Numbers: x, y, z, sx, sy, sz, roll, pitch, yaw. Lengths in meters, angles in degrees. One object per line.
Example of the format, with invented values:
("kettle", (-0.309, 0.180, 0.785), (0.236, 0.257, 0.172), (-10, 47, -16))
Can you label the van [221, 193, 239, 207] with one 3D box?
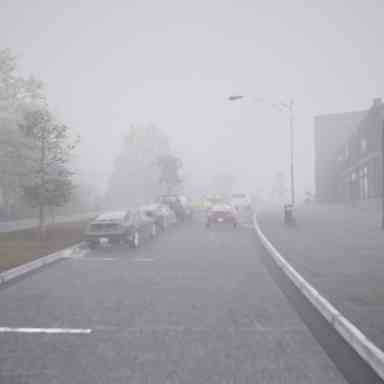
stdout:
("van", (6.016, 1.198, 52.388), (1.878, 1.987, 4.442), (-3, 0, 19))

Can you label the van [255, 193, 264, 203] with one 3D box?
("van", (12.725, 1.293, 67.746), (1.878, 1.987, 4.442), (-2, 0, 25))

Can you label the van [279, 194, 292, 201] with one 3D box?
("van", (24.059, 1.409, 86.960), (1.878, 1.987, 4.442), (-2, 0, 33))

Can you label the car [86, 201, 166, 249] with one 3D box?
("car", (-2.867, 1.436, 14.254), (2.231, 1.521, 4.892), (-3, 0, 7))

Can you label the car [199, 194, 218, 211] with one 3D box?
("car", (1.042, 1.383, 36.450), (1.946, 1.575, 5.366), (-3, 0, 16))

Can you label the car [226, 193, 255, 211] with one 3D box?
("car", (5.868, 1.095, 39.495), (2.150, 2.045, 5.566), (-1, 0, 16))

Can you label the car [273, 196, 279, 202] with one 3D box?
("car", (18.073, 1.628, 77.429), (2.002, 1.452, 4.674), (-2, 0, 30))

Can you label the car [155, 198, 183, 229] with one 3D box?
("car", (-2.202, 1.419, 19.806), (2.231, 1.521, 4.892), (-3, 0, 8))

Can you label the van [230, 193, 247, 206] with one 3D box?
("van", (8.043, 1.224, 57.587), (1.878, 1.987, 4.442), (-3, 0, 21))

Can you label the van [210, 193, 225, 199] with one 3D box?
("van", (2.476, 1.167, 41.779), (1.878, 1.987, 4.442), (-3, 0, 14))

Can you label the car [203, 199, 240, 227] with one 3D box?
("car", (2.016, 1.435, 21.770), (1.812, 1.442, 4.674), (0, 0, 9))

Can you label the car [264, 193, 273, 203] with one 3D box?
("car", (15.296, 1.305, 72.611), (2.435, 2.045, 5.566), (-2, 0, 26))

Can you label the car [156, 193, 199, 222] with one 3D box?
("car", (-1.347, 1.150, 25.366), (2.435, 2.045, 5.566), (-3, 0, 10))
